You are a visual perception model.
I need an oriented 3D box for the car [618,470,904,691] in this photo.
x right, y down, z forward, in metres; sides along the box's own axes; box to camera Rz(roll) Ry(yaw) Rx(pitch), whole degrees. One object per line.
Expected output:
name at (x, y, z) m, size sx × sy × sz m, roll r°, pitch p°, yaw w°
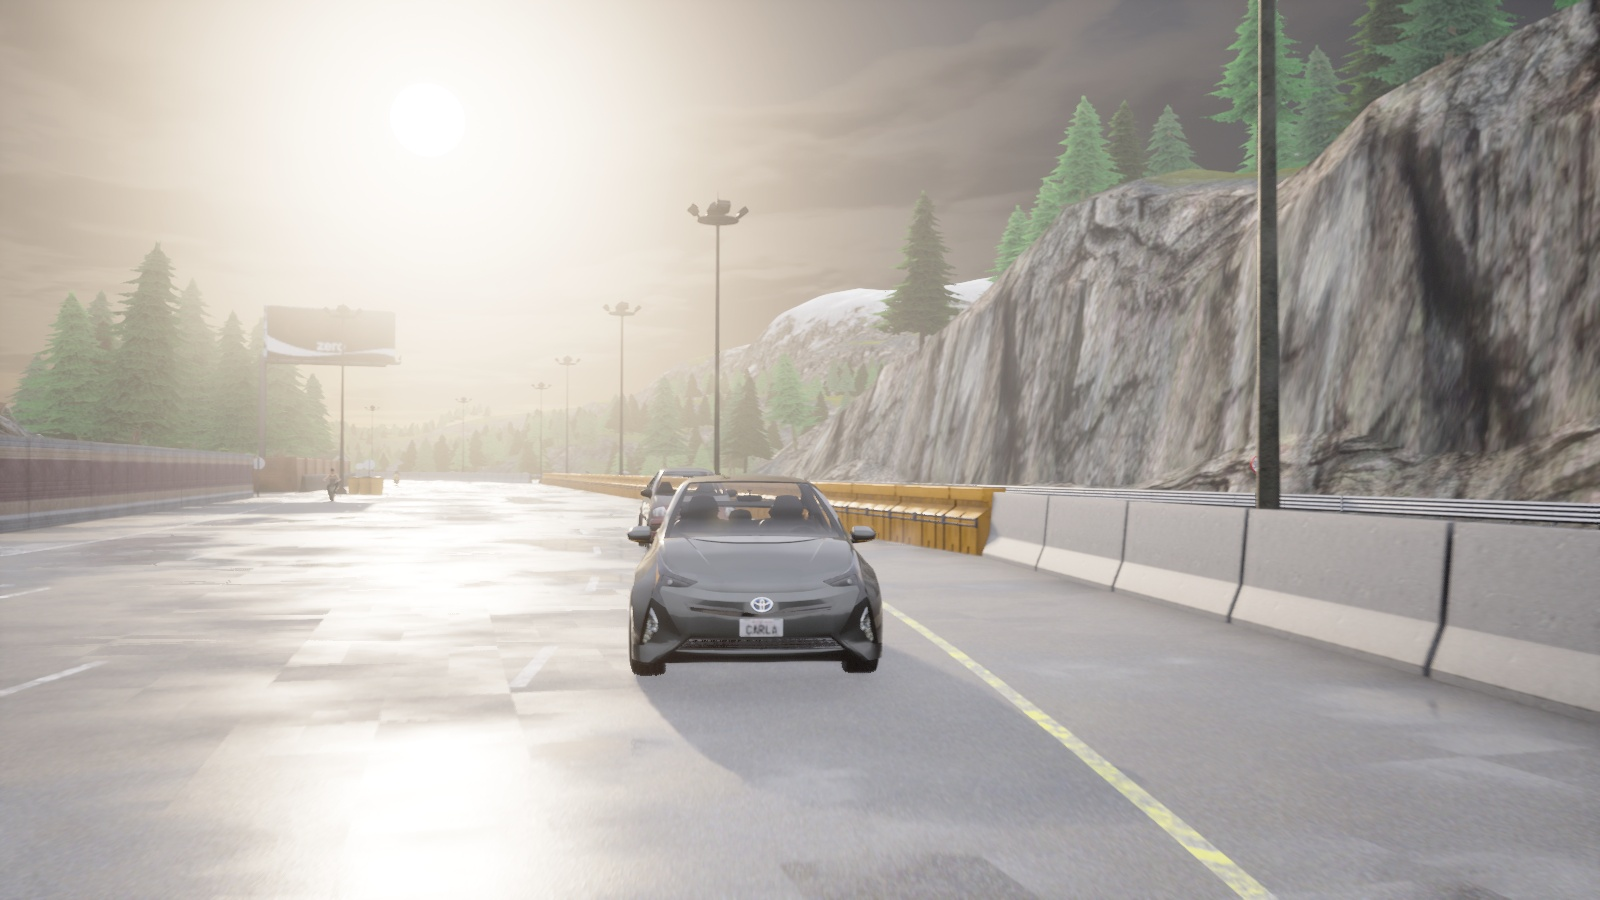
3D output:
car at (-0.465, 0.949, 11.081) m, size 2.007 × 1.525 × 4.514 m, roll 0°, pitch -1°, yaw -5°

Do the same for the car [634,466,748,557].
car at (-2.214, 1.134, 24.549) m, size 1.851 × 1.617 × 3.988 m, roll 0°, pitch -1°, yaw -11°
